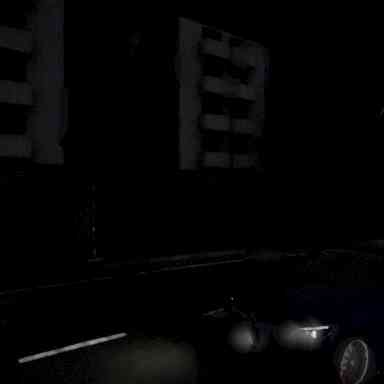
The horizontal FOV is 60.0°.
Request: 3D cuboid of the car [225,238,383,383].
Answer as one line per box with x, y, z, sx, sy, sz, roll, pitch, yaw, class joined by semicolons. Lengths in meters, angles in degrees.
2.715;1.519;5.235;4.674;1.442;1.812;0;0;-30;car
